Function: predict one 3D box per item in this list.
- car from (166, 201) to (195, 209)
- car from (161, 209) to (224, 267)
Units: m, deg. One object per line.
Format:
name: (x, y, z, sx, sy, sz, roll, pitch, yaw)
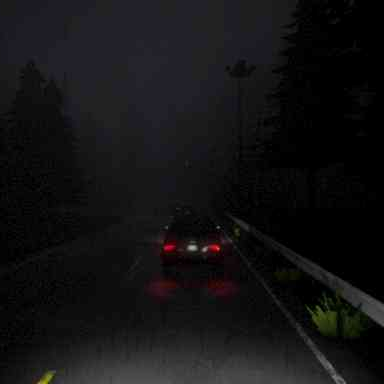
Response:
car: (-1.057, 1.536, 29.025, 1.812, 1.442, 4.674, 1, -2, -17)
car: (0.020, 1.530, 11.346, 2.033, 1.411, 5.357, 0, 0, 0)
